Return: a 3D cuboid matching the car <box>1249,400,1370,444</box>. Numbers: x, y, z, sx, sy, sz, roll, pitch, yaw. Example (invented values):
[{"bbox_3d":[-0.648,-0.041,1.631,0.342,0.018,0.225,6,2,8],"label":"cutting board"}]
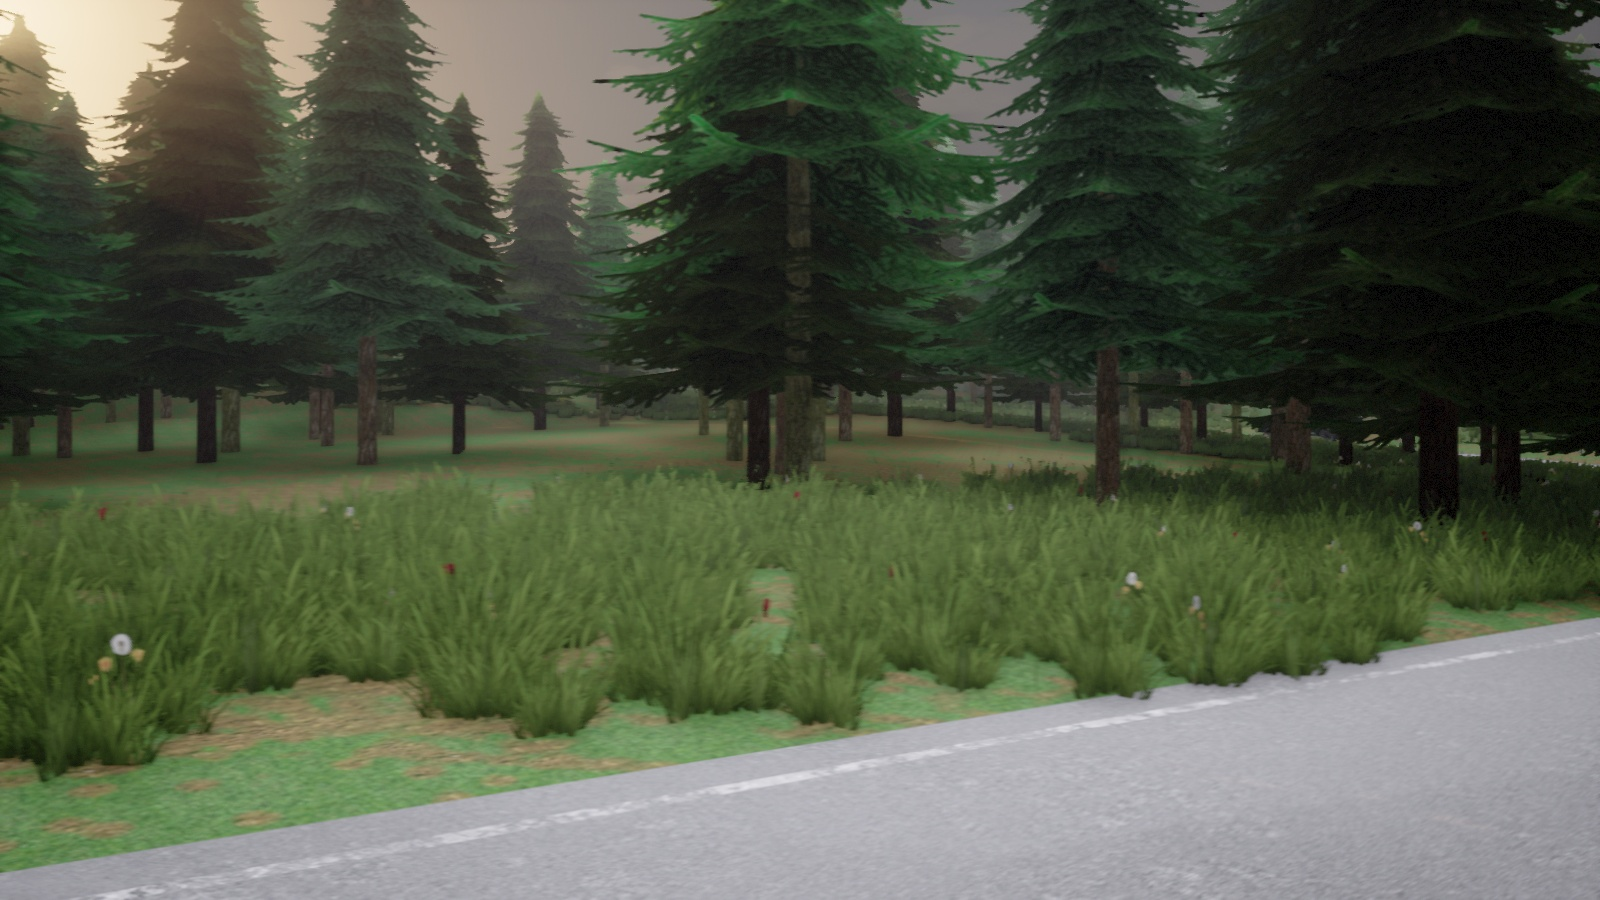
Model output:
[{"bbox_3d":[27.327,-1.525,67.560,2.150,2.045,5.566,0,4,-38],"label":"car"}]
